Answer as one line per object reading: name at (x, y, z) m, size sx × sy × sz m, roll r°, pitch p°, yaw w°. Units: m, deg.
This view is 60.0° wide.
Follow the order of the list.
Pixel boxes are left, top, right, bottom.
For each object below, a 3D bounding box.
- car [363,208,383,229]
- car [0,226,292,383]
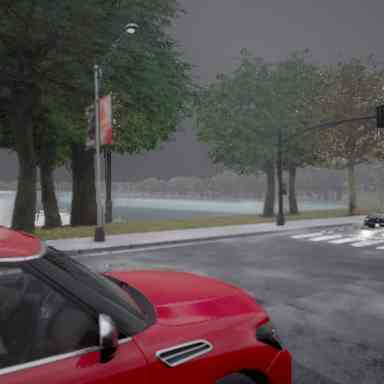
car at (12.959, 1.562, 20.917) m, size 5.357 × 1.411 × 2.033 m, roll 0°, pitch 0°, yaw -36°
car at (-1.764, 1.219, 2.183) m, size 5.566 × 2.045 × 2.150 m, roll 0°, pitch 0°, yaw -35°
